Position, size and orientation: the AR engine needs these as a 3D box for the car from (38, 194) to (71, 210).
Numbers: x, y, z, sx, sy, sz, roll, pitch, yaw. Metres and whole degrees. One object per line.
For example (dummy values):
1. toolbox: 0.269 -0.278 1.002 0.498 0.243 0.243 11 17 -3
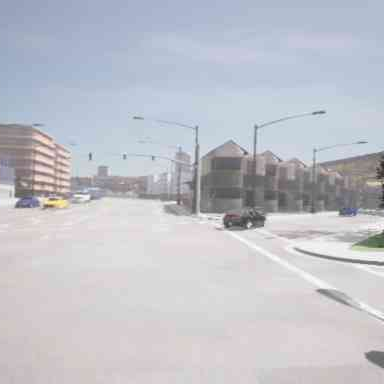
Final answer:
1. car: -16.381 1.324 39.931 1.882 1.535 5.008 2 0 -8

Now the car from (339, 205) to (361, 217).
1. car: 24.433 3.036 52.018 1.882 1.535 5.008 1 -1 37

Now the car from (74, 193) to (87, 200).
1. car: -24.224 0.944 72.399 1.812 1.442 4.674 2 0 -8

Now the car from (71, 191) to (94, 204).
1. car: -18.412 0.841 55.345 2.150 2.045 5.566 2 1 -7

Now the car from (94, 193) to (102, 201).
1. car: -20.505 1.009 71.026 1.882 1.535 5.008 2 0 -8

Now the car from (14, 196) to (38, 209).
1. car: -20.021 1.245 40.753 1.812 1.442 4.674 2 0 -8

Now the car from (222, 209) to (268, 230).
1. car: 4.067 2.028 24.957 1.837 1.490 4.892 1 -2 35
